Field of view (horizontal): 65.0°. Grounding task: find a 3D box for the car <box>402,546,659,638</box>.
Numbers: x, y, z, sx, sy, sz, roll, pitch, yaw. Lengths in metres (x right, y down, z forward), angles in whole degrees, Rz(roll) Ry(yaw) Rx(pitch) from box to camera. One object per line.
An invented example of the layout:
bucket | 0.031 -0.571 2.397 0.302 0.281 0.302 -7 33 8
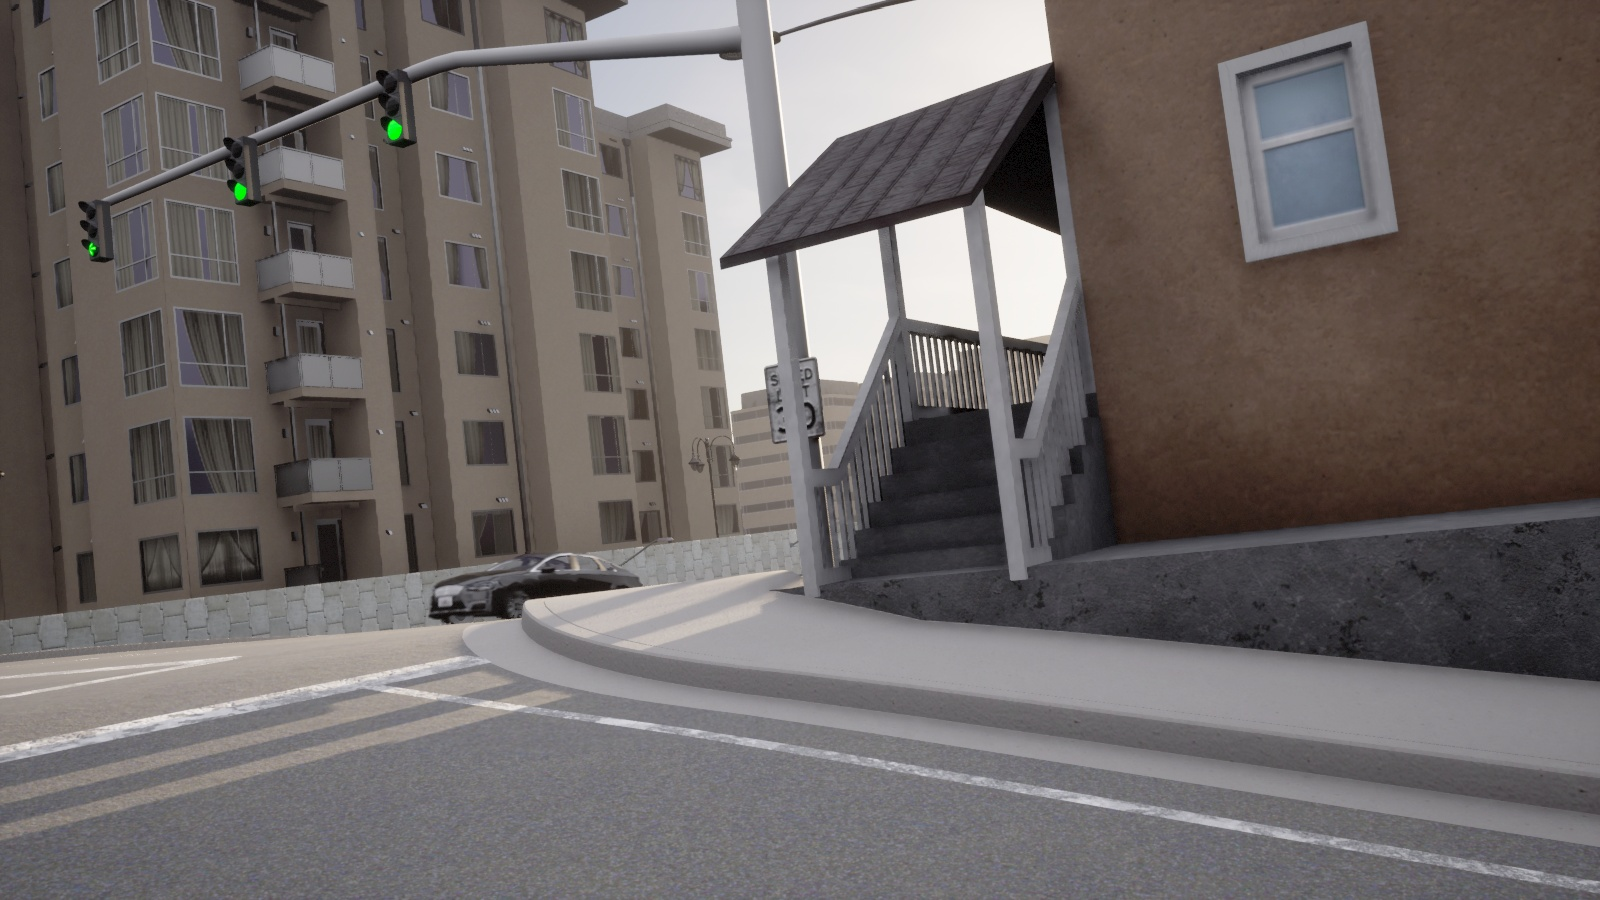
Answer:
car | -5.286 2.866 25.272 2.128 1.511 4.902 -10 -11 33
